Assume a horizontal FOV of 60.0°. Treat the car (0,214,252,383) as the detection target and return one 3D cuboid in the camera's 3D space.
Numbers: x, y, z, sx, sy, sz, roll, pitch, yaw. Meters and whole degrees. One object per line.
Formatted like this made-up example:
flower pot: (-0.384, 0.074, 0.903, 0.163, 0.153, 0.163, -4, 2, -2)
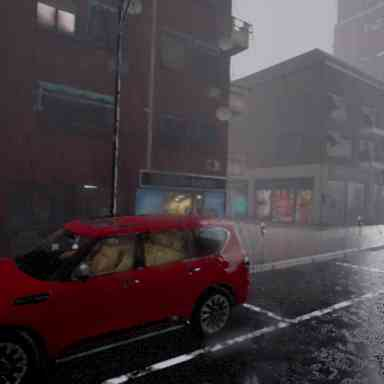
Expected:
car: (-1.262, 1.336, 5.163, 5.009, 1.841, 2.192, 1, 1, -35)
